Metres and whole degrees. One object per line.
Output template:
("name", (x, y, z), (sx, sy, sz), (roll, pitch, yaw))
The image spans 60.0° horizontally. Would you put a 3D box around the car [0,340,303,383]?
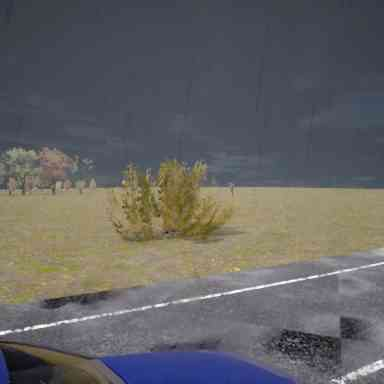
("car", (-1.146, 1.525, 1.415), (4.674, 1.442, 1.812), (0, 0, -30))
